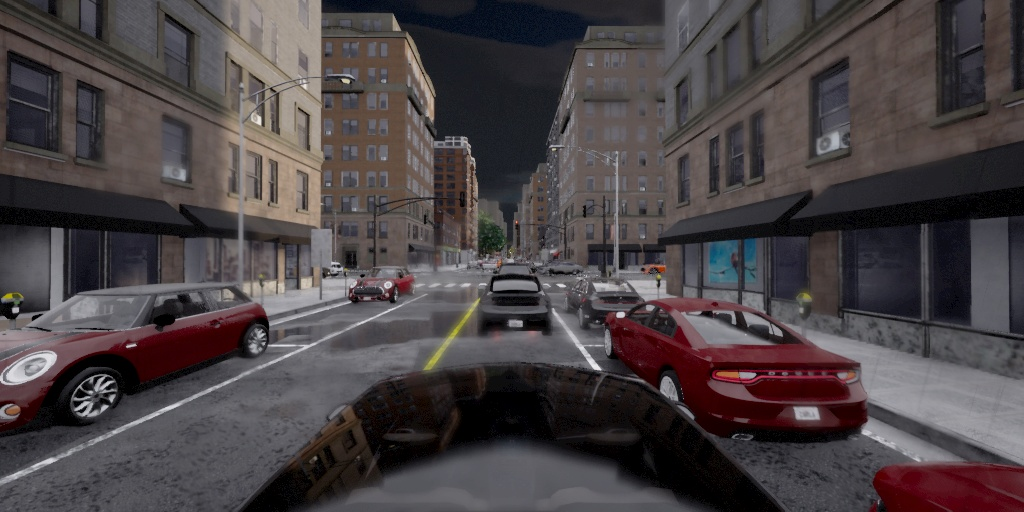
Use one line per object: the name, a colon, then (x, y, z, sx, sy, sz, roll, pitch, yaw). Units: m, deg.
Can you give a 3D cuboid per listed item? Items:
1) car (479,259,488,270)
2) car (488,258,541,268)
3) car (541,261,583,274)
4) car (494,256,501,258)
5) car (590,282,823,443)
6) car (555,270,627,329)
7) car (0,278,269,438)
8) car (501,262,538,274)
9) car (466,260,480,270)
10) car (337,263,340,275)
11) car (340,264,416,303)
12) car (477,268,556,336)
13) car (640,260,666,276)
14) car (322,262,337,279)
car: (-3.129, 1.389, 50.846, 1.895, 1.301, 4.718, 0, 0, 0)
car: (0.119, 1.108, 17.809, 2.097, 1.767, 4.553, 0, 0, 0)
car: (4.515, 1.257, 34.709, 4.902, 1.511, 2.128, 1, -1, -19)
car: (-3.178, 1.159, 60.818, 2.097, 1.767, 4.553, 0, 0, 0)
car: (2.675, 1.296, 5.479, 1.888, 1.381, 4.507, 0, 0, 0)
car: (2.682, 1.303, 10.970, 2.007, 1.370, 4.403, 0, 0, 0)
car: (-5.852, 1.190, 5.484, 1.967, 1.591, 4.097, 0, 0, 0)
car: (0.855, 1.378, 43.260, 1.895, 1.301, 4.718, 0, 0, -39)
car: (-5.915, 1.345, 54.831, 2.007, 1.370, 4.403, 0, 0, 0)
car: (-18.370, 0.894, 32.491, 5.566, 2.045, 2.150, 0, 0, -1)
car: (-5.836, 1.195, 16.470, 1.967, 1.591, 4.097, 0, 0, 0)
car: (0.056, 1.257, 10.375, 1.837, 1.490, 4.892, 0, 0, -1)
car: (16.553, 1.233, 39.345, 4.553, 1.767, 2.097, 0, 0, 0)
car: (-17.478, 1.127, 29.248, 5.008, 1.535, 1.882, 0, 0, -2)
